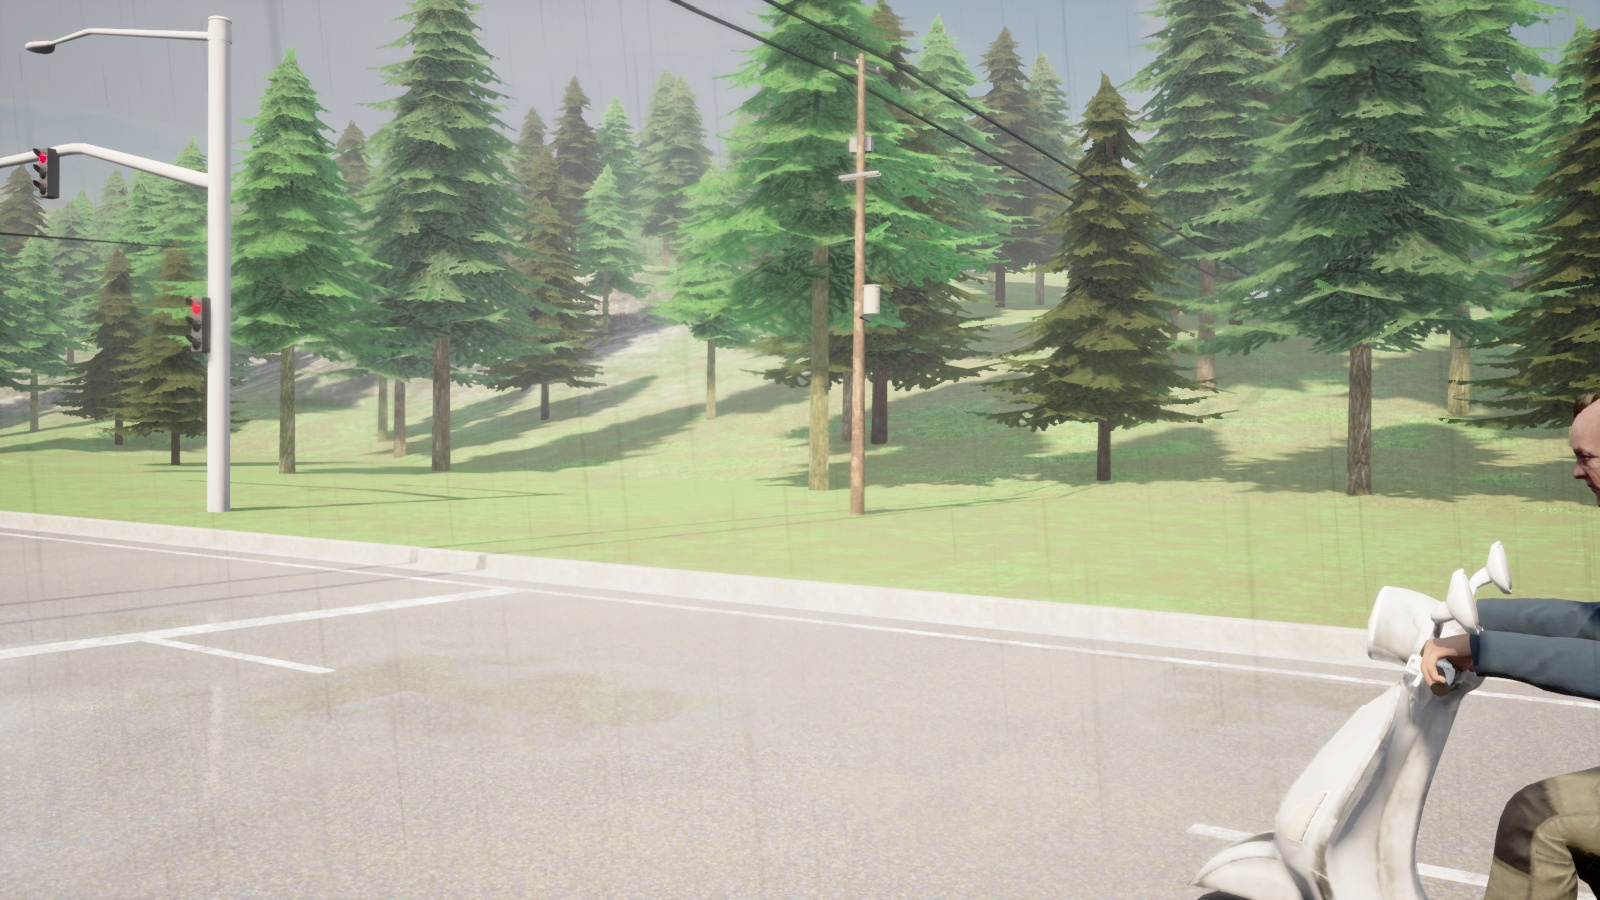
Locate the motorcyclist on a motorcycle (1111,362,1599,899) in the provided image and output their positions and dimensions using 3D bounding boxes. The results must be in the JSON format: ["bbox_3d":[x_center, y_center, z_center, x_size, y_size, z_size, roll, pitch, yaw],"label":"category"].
[{"bbox_3d":[1.659,0.635,2.519,1.817,1.590,0.866,0,1,34],"label":"motorcyclist on a motorcycle"}]
